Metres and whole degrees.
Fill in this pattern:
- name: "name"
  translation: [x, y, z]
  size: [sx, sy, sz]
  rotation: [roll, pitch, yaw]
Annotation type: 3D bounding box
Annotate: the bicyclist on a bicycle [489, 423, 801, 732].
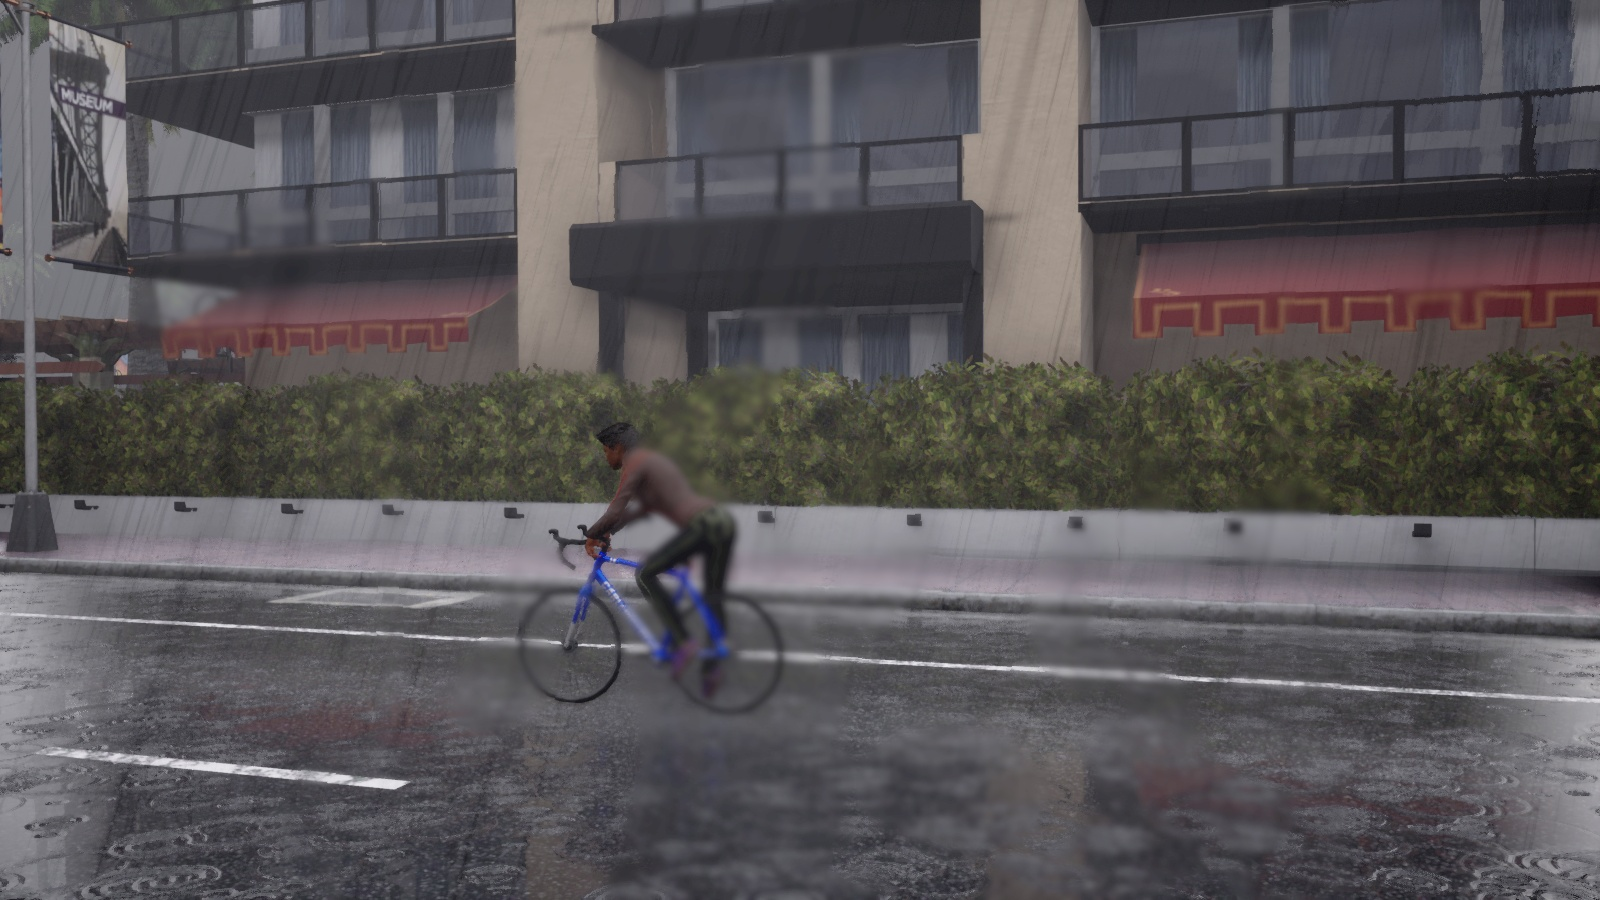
- name: "bicyclist on a bicycle"
  translation: [-0.873, 0.662, 7.111]
  size: [1.656, 1.620, 0.582]
  rotation: [0, 1, 18]
